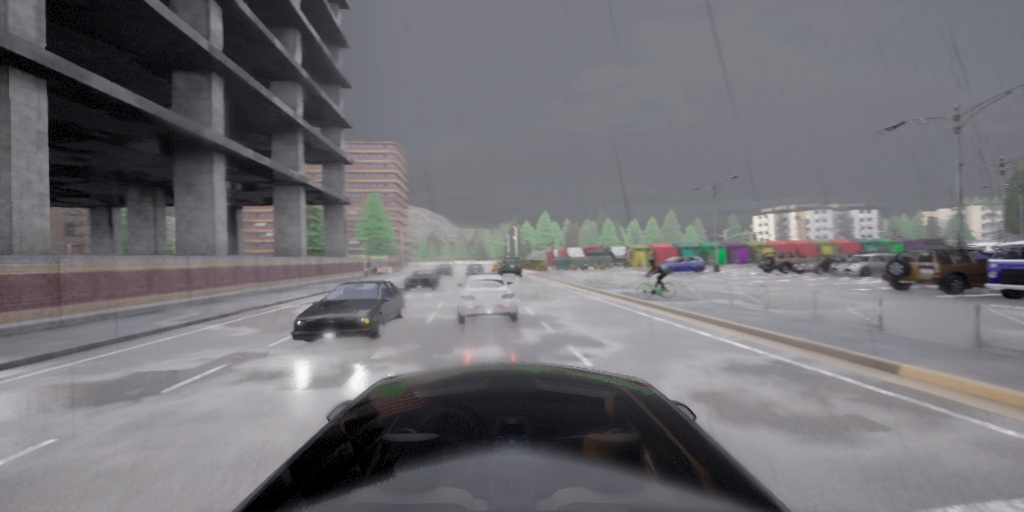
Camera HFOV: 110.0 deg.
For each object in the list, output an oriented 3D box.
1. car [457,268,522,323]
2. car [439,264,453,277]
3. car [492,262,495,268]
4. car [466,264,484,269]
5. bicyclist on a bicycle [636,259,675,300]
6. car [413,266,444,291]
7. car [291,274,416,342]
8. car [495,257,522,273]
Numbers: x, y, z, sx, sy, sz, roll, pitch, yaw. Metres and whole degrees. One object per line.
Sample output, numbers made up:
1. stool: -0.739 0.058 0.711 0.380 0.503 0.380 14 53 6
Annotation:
1. car: -0.911 1.341 12.448 1.812 1.442 4.674 -2 0 -7
2. car: -7.865 1.674 42.038 2.033 1.411 5.357 -2 0 -6
3. car: -1.887 1.482 51.907 1.882 1.535 5.008 -2 0 -6
4. car: -3.826 1.547 37.880 2.033 1.411 5.357 -2 0 -6
5. bicyclist on a bicycle: 5.732 0.944 14.302 1.656 1.620 0.582 -1 0 -6
6. car: -5.978 1.604 24.357 1.895 1.301 4.718 -2 0 -6
7. car: -4.465 1.453 10.812 2.033 1.411 5.357 -2 0 -6
8. car: -0.259 1.123 37.335 2.150 2.045 5.566 -2 0 -6
